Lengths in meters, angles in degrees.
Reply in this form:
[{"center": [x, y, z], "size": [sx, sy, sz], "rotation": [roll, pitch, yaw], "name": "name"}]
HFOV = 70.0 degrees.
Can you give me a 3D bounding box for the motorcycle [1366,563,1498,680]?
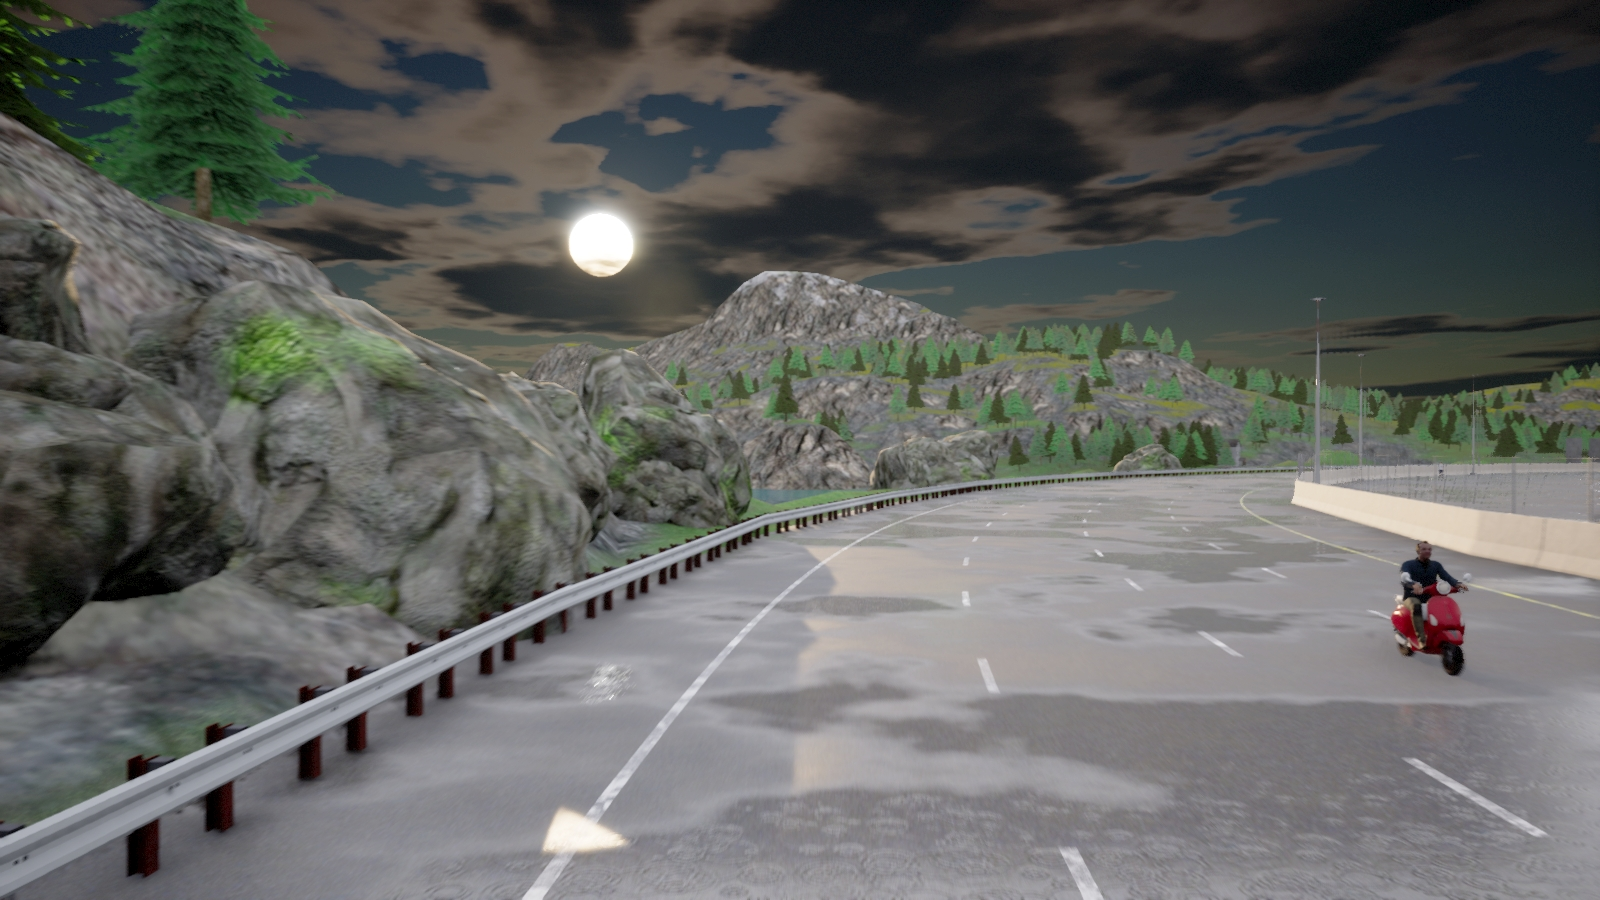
[{"center": [8.199, 2.193, 14.921], "size": [0.856, 1.236, 1.805], "rotation": [0, 0, 6], "name": "motorcycle"}]
